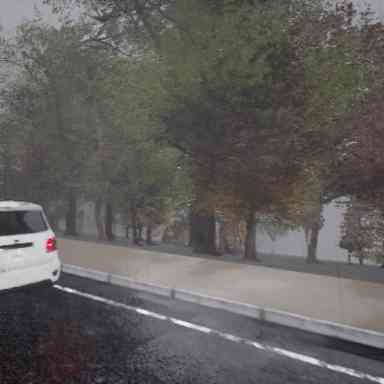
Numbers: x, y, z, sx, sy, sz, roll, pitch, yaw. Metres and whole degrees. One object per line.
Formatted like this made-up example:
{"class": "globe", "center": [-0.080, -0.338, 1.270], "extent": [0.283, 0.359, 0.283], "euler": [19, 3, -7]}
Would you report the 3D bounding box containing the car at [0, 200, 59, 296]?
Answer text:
{"class": "car", "center": [-5.287, 1.200, 7.461], "extent": [5.566, 2.045, 2.150], "euler": [0, 0, 35]}
